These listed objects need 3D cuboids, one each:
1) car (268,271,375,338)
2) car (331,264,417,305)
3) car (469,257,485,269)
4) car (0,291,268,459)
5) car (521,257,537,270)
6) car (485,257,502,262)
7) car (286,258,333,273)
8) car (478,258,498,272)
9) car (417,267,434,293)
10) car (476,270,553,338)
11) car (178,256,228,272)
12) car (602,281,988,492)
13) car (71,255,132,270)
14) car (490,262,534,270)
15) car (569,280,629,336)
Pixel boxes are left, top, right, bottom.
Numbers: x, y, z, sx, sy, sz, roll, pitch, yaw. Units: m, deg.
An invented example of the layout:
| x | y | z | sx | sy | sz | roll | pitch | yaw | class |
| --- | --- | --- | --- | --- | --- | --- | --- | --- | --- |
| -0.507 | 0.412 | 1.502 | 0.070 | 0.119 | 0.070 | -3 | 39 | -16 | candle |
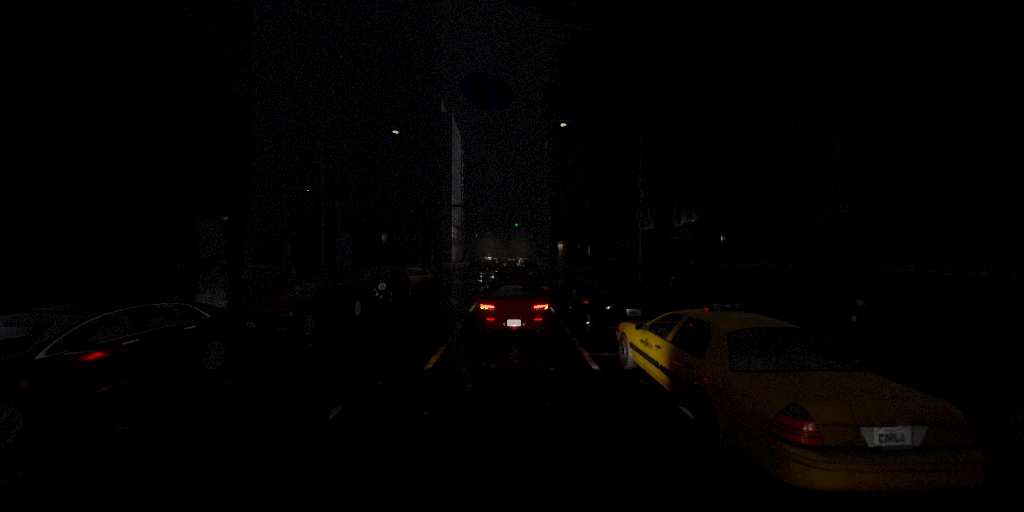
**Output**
| x | y | z | sx | sy | sz | roll | pitch | yaw | class |
| --- | --- | --- | --- | --- | --- | --- | --- | --- | --- |
| -5.772 | 1.295 | 10.183 | 1.888 | 1.381 | 4.507 | 0 | 0 | 0 | car |
| -5.778 | 1.191 | 15.640 | 1.967 | 1.591 | 4.097 | 0 | 0 | 0 | car |
| -5.830 | 1.079 | 58.504 | 2.192 | 1.841 | 5.009 | 0 | 0 | 0 | car |
| -5.765 | 1.300 | 4.726 | 2.007 | 1.370 | 4.403 | 0 | 0 | 0 | car |
| 2.702 | 1.202 | 53.077 | 1.967 | 1.591 | 4.097 | 0 | 0 | 0 | car |
| -3.152 | 1.328 | 57.882 | 1.994 | 1.385 | 4.181 | 0 | 0 | 0 | car |
| -17.858 | 0.937 | 32.540 | 4.892 | 1.490 | 1.837 | 1 | 0 | 0 | car |
| -3.153 | 1.286 | 47.915 | 1.812 | 1.442 | 4.674 | 0 | 0 | 0 | car |
| -5.785 | 1.277 | 20.926 | 1.751 | 1.417 | 4.829 | 0 | 0 | 0 | car |
| 0.060 | 1.276 | 10.028 | 1.812 | 1.442 | 4.674 | 0 | 0 | 0 | car |
| -27.357 | 0.752 | 32.511 | 4.892 | 1.490 | 1.837 | 1 | 0 | 0 | car |
| 2.760 | 1.275 | 4.908 | 1.751 | 1.417 | 4.829 | 0 | 0 | 0 | car |
| -37.280 | 0.622 | 32.486 | 4.181 | 1.385 | 1.994 | 1 | 0 | -1 | car |
| 0.000 | 1.257 | 19.115 | 1.837 | 1.490 | 4.892 | 0 | 0 | 0 | car |
| 2.754 | 1.316 | 10.195 | 1.948 | 1.339 | 4.313 | 0 | 0 | 0 | car |
